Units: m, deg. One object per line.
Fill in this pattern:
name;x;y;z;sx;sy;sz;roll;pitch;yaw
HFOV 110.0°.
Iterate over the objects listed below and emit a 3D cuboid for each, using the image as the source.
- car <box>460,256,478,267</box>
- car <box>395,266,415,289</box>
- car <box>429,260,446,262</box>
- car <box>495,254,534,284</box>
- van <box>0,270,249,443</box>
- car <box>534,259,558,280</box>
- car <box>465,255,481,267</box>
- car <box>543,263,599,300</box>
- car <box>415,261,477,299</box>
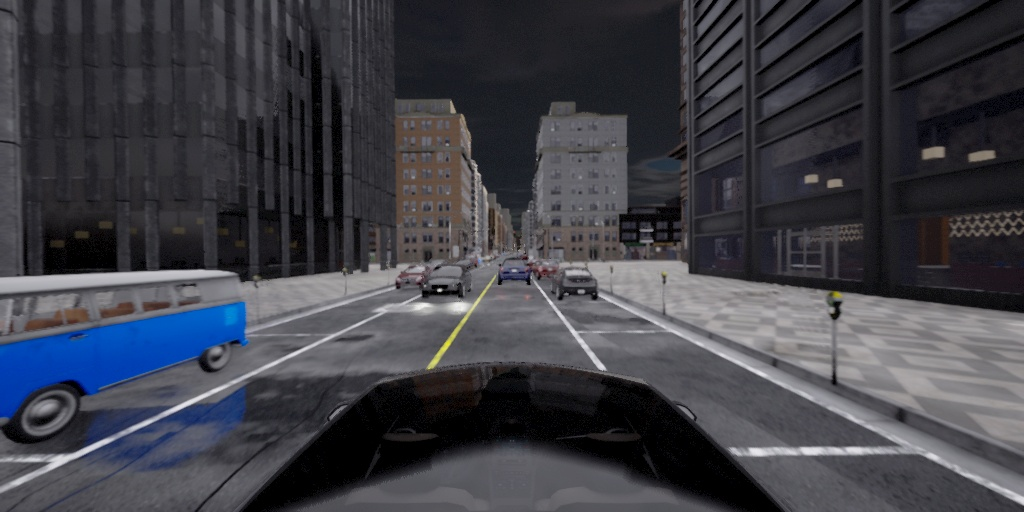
car;-5.764;1.014;44.552;1.948;1.339;4.313;0;0;0
car;-5.783;1.230;21.992;1.802;1.307;4.207;0;0;0
car;-5.778;1.039;27.633;1.967;1.591;4.097;0;0;0
car;0.150;0.914;24.551;2.097;1.767;4.553;-1;0;0
van;-5.797;1.128;5.073;1.690;1.789;3.998;0;0;0
car;2.747;0.948;27.601;1.967;1.591;4.097;0;0;0
car;-5.759;0.713;50.192;2.192;1.841;5.009;0;0;0
car;2.738;1.156;16.323;2.007;1.370;4.403;0;0;0
car;-3.027;1.163;17.428;1.837;1.490;4.892;-1;0;0
